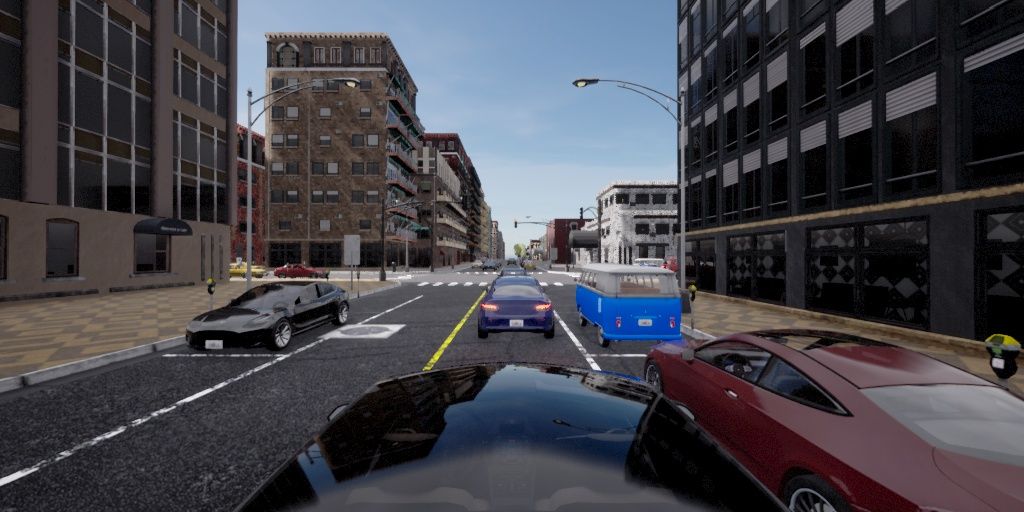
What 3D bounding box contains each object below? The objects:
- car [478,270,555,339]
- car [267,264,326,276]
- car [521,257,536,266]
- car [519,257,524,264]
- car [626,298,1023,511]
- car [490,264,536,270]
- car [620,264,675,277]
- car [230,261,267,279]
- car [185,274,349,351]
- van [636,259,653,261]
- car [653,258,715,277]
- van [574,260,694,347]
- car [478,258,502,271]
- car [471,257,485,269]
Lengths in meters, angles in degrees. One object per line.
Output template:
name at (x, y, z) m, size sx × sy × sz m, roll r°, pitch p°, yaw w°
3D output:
car at (0.100, 1.278, 10.000) m, size 1.812 × 1.442 × 4.674 m, roll 0°, pitch 0°, yaw 0°
car at (-17.470, 1.288, 29.805) m, size 4.207 × 1.307 × 1.802 m, roll 0°, pitch 0°, yaw 0°
car at (2.684, 1.319, 53.956) m, size 1.751 × 1.417 × 4.829 m, roll 0°, pitch 0°, yaw 0°
car at (2.683, 1.393, 64.865) m, size 1.802 × 1.307 × 4.207 m, roll 0°, pitch 0°, yaw 0°
car at (2.657, 1.332, 3.311) m, size 1.802 × 1.307 × 4.207 m, roll 0°, pitch 0°, yaw 0°
car at (0.090, 1.321, 18.452) m, size 1.994 × 1.385 × 4.181 m, roll 0°, pitch 0°, yaw 0°
car at (13.399, 1.423, 35.696) m, size 4.718 × 1.301 × 1.895 m, roll 0°, pitch 0°, yaw 1°
car at (-22.963, 1.221, 29.791) m, size 4.829 × 1.417 × 1.751 m, roll 0°, pitch 0°, yaw 0°
car at (-5.691, 1.318, 9.025) m, size 1.948 × 1.339 × 4.313 m, roll 0°, pitch 0°, yaw 0°
van at (14.893, 1.181, 38.266) m, size 3.998 × 1.789 × 1.690 m, roll 0°, pitch 0°, yaw 0°
car at (14.916, 1.112, 29.886) m, size 5.009 × 1.841 × 2.192 m, roll 0°, pitch 0°, yaw 0°
van at (2.656, 1.093, 9.000) m, size 1.690 × 1.789 × 3.998 m, roll 0°, pitch 0°, yaw 0°
car at (-3.067, 1.337, 50.632) m, size 2.033 × 1.411 × 5.357 m, roll 0°, pitch 0°, yaw 3°
car at (-5.697, 1.327, 59.153) m, size 1.751 × 1.417 × 4.829 m, roll 0°, pitch 0°, yaw 0°
